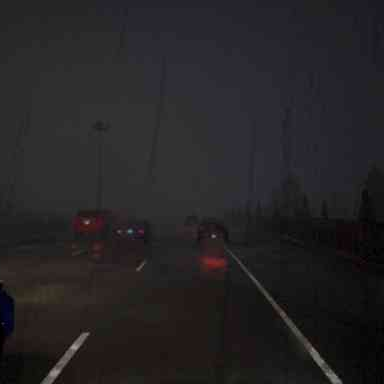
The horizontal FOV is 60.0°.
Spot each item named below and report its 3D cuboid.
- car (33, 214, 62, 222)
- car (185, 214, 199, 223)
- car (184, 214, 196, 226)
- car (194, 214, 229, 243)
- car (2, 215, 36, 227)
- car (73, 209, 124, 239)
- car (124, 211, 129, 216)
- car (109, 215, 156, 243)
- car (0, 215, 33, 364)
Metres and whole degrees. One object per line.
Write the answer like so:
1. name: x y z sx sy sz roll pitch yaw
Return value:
1. car: -17.587 3.464 40.703 1.882 1.535 5.008 0 -3 0
2. car: 0.042 4.368 55.653 1.812 1.442 4.674 0 -3 5
3. car: 0.020 3.608 42.761 1.837 1.490 4.892 0 -4 0
4. car: 1.224 2.356 21.002 1.837 1.490 4.892 0 -3 0
5. car: -21.083 3.557 40.802 1.994 1.385 4.181 0 -3 0
6. car: -6.901 2.275 24.532 2.150 2.045 5.566 0 -3 0
7. car: -17.104 5.440 81.303 1.882 1.535 5.008 -1 -3 16
8. car: -3.400 2.392 20.905 2.033 1.411 5.357 0 -3 0
9. car: -3.400 1.241 2.000 2.150 2.045 5.566 0 -1 0
